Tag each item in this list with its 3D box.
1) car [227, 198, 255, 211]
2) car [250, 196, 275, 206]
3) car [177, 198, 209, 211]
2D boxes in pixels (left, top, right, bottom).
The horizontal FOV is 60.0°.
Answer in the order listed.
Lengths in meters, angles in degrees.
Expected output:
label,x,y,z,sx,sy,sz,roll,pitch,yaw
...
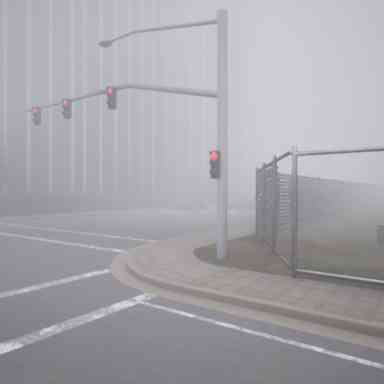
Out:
label,x,y,z,sx,sy,sz,roll,pitch,yaw
car,5.660,1.477,40.380,2.033,1.411,5.357,0,0,36
car,11.621,1.436,54.565,2.128,1.511,4.902,0,0,36
car,0.180,1.431,38.737,1.837,1.490,4.892,0,0,36
